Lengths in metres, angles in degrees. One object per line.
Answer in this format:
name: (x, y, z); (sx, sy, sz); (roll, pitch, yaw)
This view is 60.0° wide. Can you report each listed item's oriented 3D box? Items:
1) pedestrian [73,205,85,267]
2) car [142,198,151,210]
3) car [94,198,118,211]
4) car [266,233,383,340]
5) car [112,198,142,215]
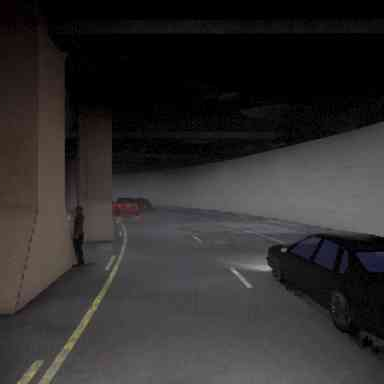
pedestrian: (-3.419, 1.294, 10.012); (0.375, 1.860, 0.375); (0, 0, -7)
car: (-6.610, 1.505, 41.463); (1.837, 1.490, 4.892); (0, 0, -27)
car: (-11.151, 1.526, 42.773); (1.812, 1.442, 4.674); (0, 0, -29)
car: (3.144, 1.547, 6.733); (2.033, 1.411, 5.357); (0, 0, -5)
car: (-6.877, 1.352, 33.766); (2.097, 1.767, 4.553); (0, 0, -22)
